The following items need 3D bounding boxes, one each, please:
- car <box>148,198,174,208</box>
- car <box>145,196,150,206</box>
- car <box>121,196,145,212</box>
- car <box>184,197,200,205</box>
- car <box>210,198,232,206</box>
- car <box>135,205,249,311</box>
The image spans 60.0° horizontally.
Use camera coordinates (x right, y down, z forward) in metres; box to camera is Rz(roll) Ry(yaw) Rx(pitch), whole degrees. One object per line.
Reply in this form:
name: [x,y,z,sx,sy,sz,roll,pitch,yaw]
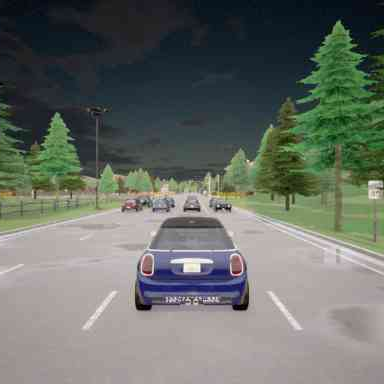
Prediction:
car: [-3.500,1.547,38.586,2.033,1.411,5.357,0,0,0]
car: [-7.000,1.352,48.976,2.097,1.767,4.553,0,0,0]
car: [-7.000,1.526,39.002,1.812,1.442,4.674,0,0,0]
car: [0.000,1.564,38.969,1.994,1.385,4.181,0,0,0]
car: [3.500,1.601,39.032,1.895,1.301,4.718,0,0,0]
car: [0.000,1.352,7.942,2.097,1.767,4.553,0,0,0]
